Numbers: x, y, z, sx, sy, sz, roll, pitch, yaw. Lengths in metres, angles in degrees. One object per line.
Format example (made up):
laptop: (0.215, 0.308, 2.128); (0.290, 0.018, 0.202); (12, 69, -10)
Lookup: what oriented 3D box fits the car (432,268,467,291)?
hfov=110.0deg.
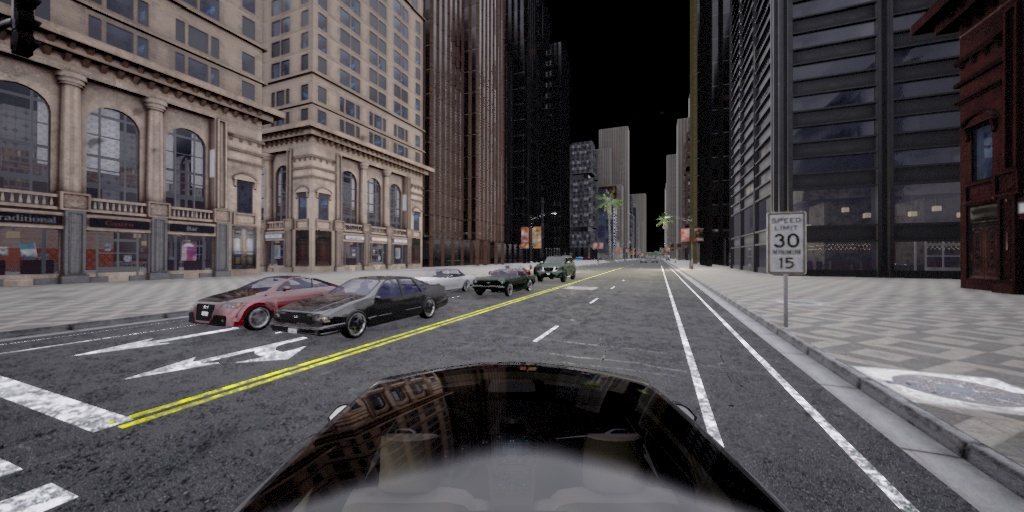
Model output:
car: (-3.905, 1.355, 19.260); (1.895, 1.301, 4.718); (0, 0, 22)

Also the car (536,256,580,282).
car: (3.733, 0.983, 29.332); (2.150, 2.045, 5.566); (0, 0, 22)

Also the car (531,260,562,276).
car: (3.769, 1.246, 37.911); (1.882, 1.535, 5.008); (0, 0, 23)

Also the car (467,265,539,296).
car: (-0.321, 1.355, 19.433); (1.895, 1.301, 4.718); (0, 0, 22)

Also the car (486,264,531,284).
car: (-0.131, 1.360, 28.480); (1.895, 1.301, 4.718); (0, 0, 22)

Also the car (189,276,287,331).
car: (-7.218, 1.315, 11.149); (1.994, 1.385, 4.181); (0, 0, 22)

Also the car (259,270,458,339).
car: (-3.952, 1.298, 10.558); (2.033, 1.411, 5.357); (0, 0, 22)
